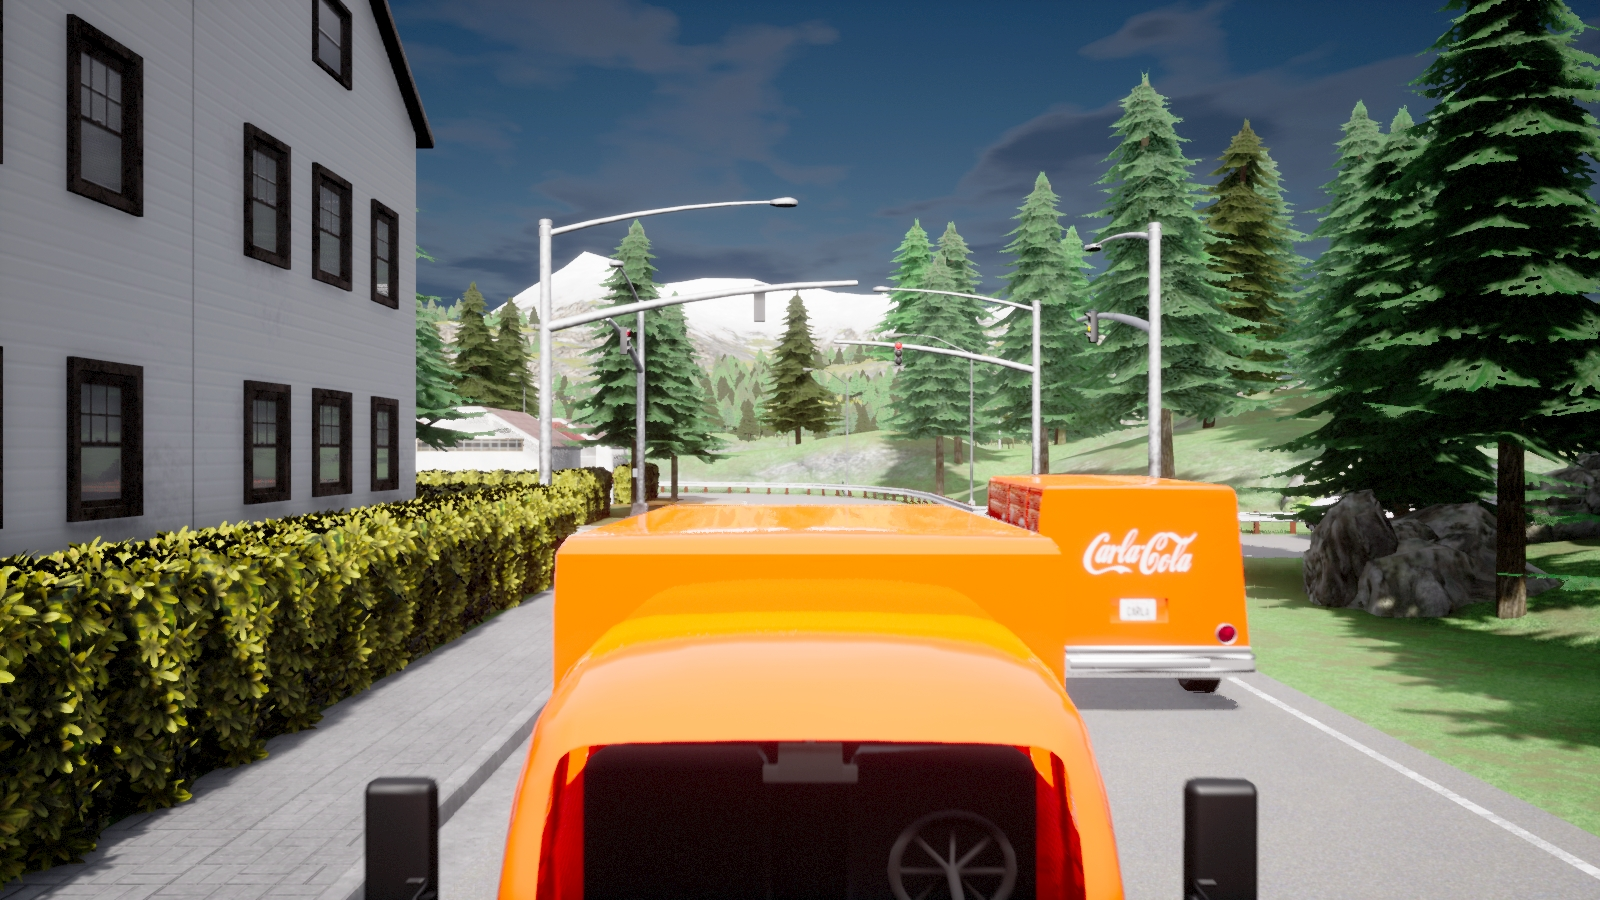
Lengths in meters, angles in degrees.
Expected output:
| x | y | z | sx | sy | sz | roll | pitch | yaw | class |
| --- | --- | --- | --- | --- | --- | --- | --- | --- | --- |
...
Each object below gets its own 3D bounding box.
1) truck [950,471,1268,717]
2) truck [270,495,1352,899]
| x | y | z | sx | sy | sz | roll | pitch | yaw | class |
| --- | --- | --- | --- | --- | --- | --- | --- | --- | --- |
| 3.547 | 1.547 | 14.474 | 2.627 | 2.467 | 5.204 | 0 | 0 | 0 | truck |
| 0.037 | 1.548 | 5.375 | 2.627 | 2.467 | 5.204 | 0 | 0 | 0 | truck |
